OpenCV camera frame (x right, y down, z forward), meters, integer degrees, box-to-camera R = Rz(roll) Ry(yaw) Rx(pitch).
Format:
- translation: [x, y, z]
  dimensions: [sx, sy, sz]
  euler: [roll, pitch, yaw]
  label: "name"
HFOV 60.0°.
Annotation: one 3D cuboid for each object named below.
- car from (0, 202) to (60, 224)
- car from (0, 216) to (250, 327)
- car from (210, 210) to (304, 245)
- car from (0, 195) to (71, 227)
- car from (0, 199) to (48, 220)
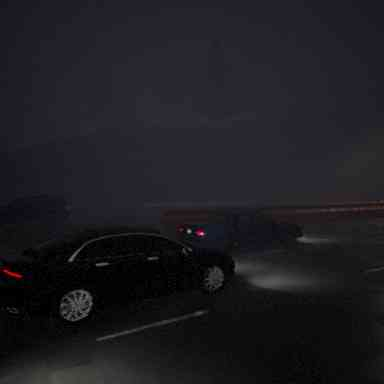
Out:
- translation: [-12.843, 1.510, 24.744]
  dimensions: [5.357, 1.411, 2.033]
  euler: [-1, 0, -34]
  label: "car"
- translation: [-1.263, 1.467, 6.988]
  dimensions: [4.892, 1.490, 1.837]
  euler: [-1, 0, -34]
  label: "car"
- translation: [2.037, 1.454, 13.327]
  dimensions: [5.357, 1.411, 2.033]
  euler: [0, 0, -32]
  label: "car"
- translation: [-10.918, 1.227, 21.820]
  dimensions: [5.566, 2.045, 2.150]
  euler: [-1, 0, -34]
  label: "car"
- translation: [-14.794, 1.402, 27.650]
  dimensions: [4.902, 1.511, 2.128]
  euler: [-1, 0, -34]
  label: "car"
